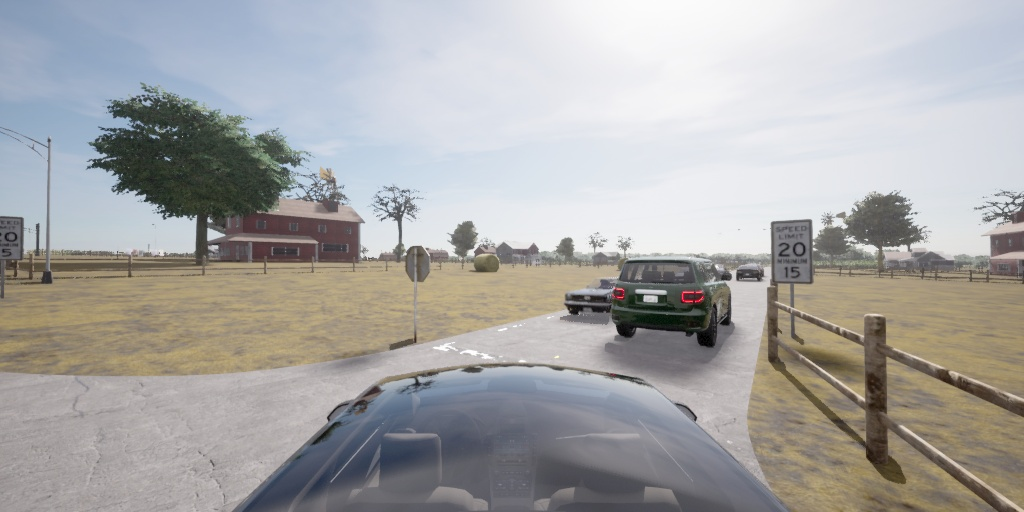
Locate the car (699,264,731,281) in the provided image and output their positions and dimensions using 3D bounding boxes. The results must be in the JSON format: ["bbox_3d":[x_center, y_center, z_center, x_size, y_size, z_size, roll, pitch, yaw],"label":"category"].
[{"bbox_3d":[20.673,1.620,36.409,2.128,1.511,4.902,-1,-1,37],"label":"car"}]

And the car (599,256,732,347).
[{"bbox_3d":[4.593,1.043,9.920,2.150,2.045,5.566,-1,-1,36],"label":"car"}]

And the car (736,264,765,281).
[{"bbox_3d":[23.036,1.567,34.813,1.882,1.535,5.008,-1,-1,37],"label":"car"}]

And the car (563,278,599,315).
[{"bbox_3d":[3.795,1.483,13.631,1.895,1.301,4.718,-1,-1,36],"label":"car"}]
